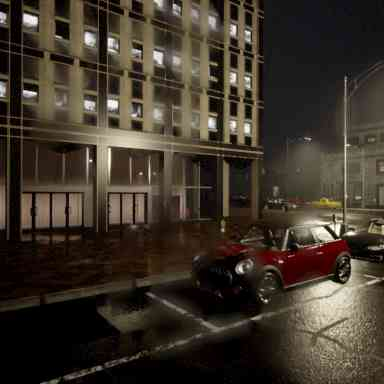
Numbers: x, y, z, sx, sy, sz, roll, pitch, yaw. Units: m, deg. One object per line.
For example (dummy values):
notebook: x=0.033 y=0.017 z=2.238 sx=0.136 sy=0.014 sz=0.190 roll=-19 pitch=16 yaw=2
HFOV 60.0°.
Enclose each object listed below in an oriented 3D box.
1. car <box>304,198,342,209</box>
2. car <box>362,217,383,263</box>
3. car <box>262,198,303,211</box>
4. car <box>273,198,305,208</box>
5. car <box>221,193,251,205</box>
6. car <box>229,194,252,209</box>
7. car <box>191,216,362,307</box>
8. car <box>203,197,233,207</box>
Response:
car: x=16.692 y=1.447 z=42.678 sx=1.752 sy=1.417 sz=4.829 roll=1 pitch=0 yaw=-35
car: x=6.582 y=1.552 z=11.231 sx=4.403 sy=1.369 sz=2.008 roll=0 pitch=0 yaw=-35
car: x=9.885 y=1.427 z=37.788 sx=2.008 sy=1.369 sz=4.403 roll=1 pitch=0 yaw=-35
car: x=13.649 y=1.481 z=47.099 sx=1.802 sy=1.307 sz=4.206 roll=1 pitch=0 yaw=-35
car: x=7.371 y=1.169 z=56.221 sx=2.192 sy=1.841 sz=5.009 roll=1 pitch=0 yaw=-35
car: x=6.747 y=1.168 z=42.349 sx=2.192 sy=1.841 sz=5.009 roll=1 pitch=0 yaw=-35
car: x=1.944 y=1.441 z=7.931 sx=4.097 sy=1.590 sz=1.967 roll=0 pitch=0 yaw=-35
car: x=3.605 y=1.381 z=46.910 sx=2.008 sy=1.369 sz=4.403 roll=1 pitch=0 yaw=-35
